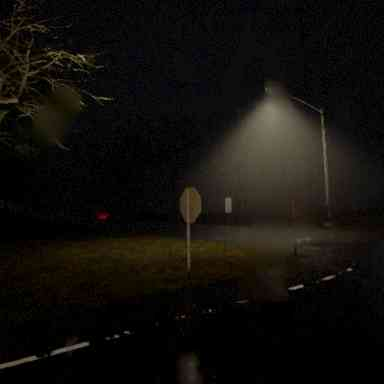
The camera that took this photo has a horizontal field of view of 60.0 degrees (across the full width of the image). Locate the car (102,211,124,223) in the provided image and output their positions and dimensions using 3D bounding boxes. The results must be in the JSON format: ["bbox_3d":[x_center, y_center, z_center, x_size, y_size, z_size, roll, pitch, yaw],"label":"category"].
[{"bbox_3d":[-12.714,4.225,54.645,1.994,1.385,4.181,-2,-2,-33],"label":"car"}]

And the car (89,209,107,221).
[{"bbox_3d":[-17.026,4.193,60.847,2.150,2.045,5.566,-2,-1,-35],"label":"car"}]
